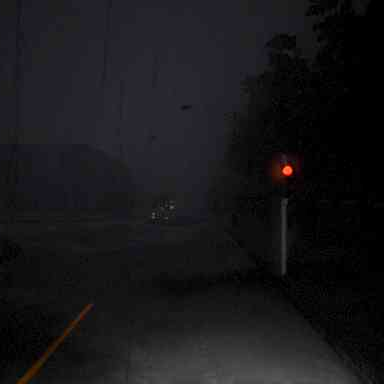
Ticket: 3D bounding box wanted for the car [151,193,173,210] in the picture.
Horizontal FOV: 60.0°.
[{"bbox_3d":[-4.065,1.221,43.928,2.150,2.045,5.566,0,0,0],"label":"car"}]
